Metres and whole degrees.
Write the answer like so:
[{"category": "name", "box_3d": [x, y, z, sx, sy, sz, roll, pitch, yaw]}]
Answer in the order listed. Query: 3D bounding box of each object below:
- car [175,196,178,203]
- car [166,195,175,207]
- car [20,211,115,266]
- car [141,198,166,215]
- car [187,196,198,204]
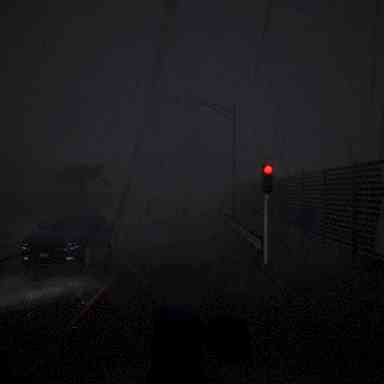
[{"category": "car", "box_3d": [-3.898, 1.477, 69.389, 1.882, 1.535, 5.008, 0, 0, 0]}, {"category": "car", "box_3d": [-4.020, 1.563, 50.411, 1.994, 1.385, 4.181, 0, 0, 0]}, {"category": "car", "box_3d": [-4.083, 1.477, 11.693, 1.882, 1.535, 5.008, 0, 0, 0]}, {"category": "car", "box_3d": [-4.048, 1.526, 34.629, 1.812, 1.442, 4.674, 0, 0, 0]}, {"category": "car", "box_3d": [0.094, 1.504, 63.222, 1.837, 1.490, 4.892, 0, 0, 0]}]
